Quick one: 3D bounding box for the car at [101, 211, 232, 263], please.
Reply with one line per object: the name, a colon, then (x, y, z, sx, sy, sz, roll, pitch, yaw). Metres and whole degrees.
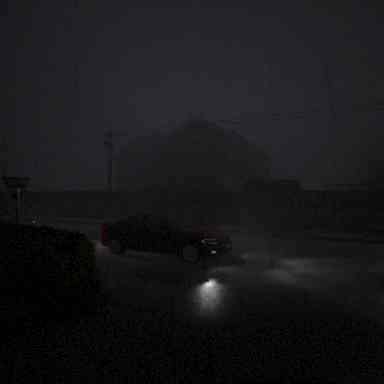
car: (-1.011, 1.460, 11.940, 5.008, 1.535, 1.882, 0, 0, 30)

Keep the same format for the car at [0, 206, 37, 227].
car: (-10.052, 1.481, 17.090, 4.902, 1.511, 2.128, 0, 0, 30)
